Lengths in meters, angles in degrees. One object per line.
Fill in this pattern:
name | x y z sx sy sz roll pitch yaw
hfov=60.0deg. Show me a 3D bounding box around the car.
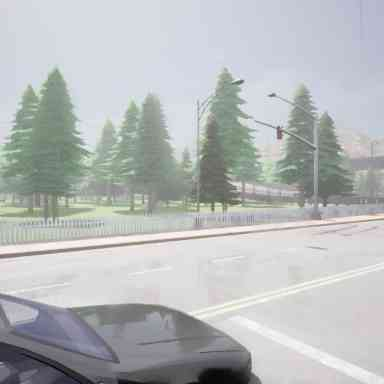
car | -1.952 1.547 2.373 5.357 1.411 2.033 0 0 -36
